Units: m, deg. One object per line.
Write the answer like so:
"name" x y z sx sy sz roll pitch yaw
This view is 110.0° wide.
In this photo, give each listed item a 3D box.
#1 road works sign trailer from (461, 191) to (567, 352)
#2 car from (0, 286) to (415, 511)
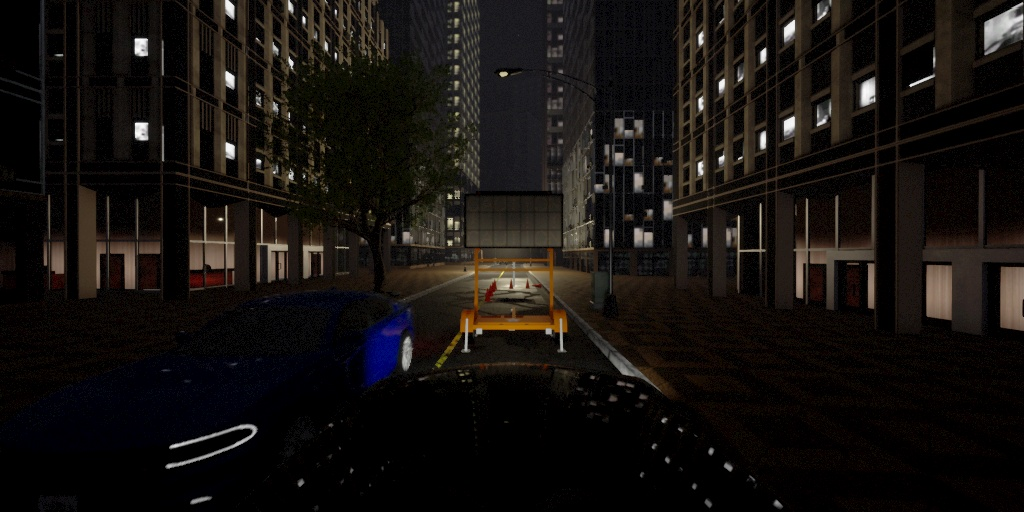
"road works sign trailer" 0.047 0.214 8.878 2.380 3.560 2.880 0 0 0
"car" -2.727 1.227 4.663 1.882 1.535 5.008 0 0 0
